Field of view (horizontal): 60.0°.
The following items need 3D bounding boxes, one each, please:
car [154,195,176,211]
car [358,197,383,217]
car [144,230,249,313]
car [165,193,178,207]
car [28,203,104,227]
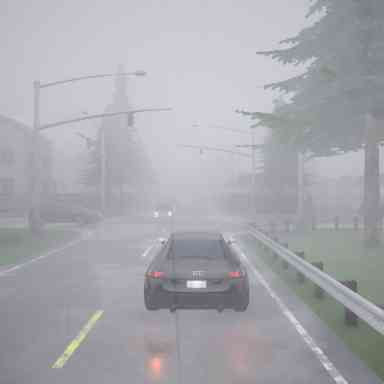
[{"bbox_3d":[-3.395,1.478,41.605,1.882,1.535,5.008,0,0,0],"label":"car"},{"bbox_3d":[16.087,1.206,26.047,5.566,2.045,2.150,0,0,1],"label":"car"},{"bbox_3d":[0.101,1.564,7.755,1.994,1.385,4.181,0,0,1],"label":"car"},{"bbox_3d":[-3.340,1.221,52.262,2.150,2.045,5.566,0,0,0],"label":"car"},{"bbox_3d":[-8.450,1.477,22.408,4.902,1.511,2.128,0,0,6],"label":"car"}]
